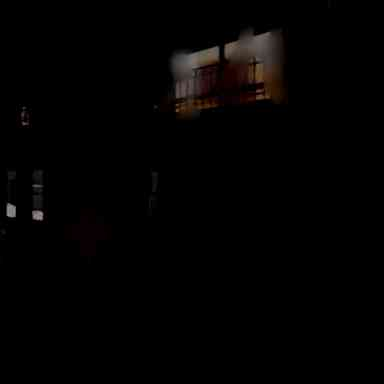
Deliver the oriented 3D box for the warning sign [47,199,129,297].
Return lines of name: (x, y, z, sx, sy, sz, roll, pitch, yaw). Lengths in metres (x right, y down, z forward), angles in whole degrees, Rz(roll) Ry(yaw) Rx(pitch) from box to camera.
warning sign: (-2.232, 1.098, 7.247, 1.060, 1.860, 1.300, 1, 0, 35)
